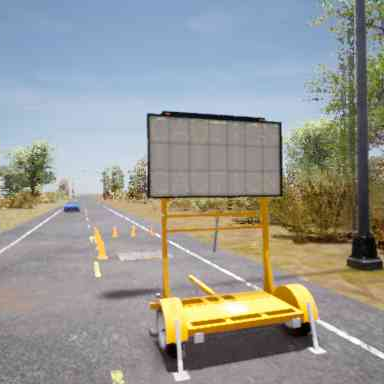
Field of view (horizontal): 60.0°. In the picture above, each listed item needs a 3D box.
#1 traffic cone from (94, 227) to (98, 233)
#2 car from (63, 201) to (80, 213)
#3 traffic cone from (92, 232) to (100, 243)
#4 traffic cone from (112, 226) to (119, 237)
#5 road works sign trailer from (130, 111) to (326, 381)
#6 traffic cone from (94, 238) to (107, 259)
[{"bbox_3d":[-4.468,2.099,15.676,0.340,0.580,0.340,-1,0,-18],"label":"traffic cone"},{"bbox_3d":[-16.035,1.903,44.313,1.882,1.535,5.008,-1,0,-18],"label":"car"},{"bbox_3d":[-3.841,2.081,13.777,0.340,0.580,0.340,-1,0,-18],"label":"traffic cone"},{"bbox_3d":[-4.144,2.108,17.889,0.340,0.580,0.340,-1,0,-18],"label":"traffic cone"},{"bbox_3d":[0.373,0.494,5.705,2.380,3.560,2.880,-1,0,-18],"label":"road works sign trailer"},{"bbox_3d":[-3.215,2.063,11.878,0.340,0.580,0.340,-1,0,-18],"label":"traffic cone"}]
